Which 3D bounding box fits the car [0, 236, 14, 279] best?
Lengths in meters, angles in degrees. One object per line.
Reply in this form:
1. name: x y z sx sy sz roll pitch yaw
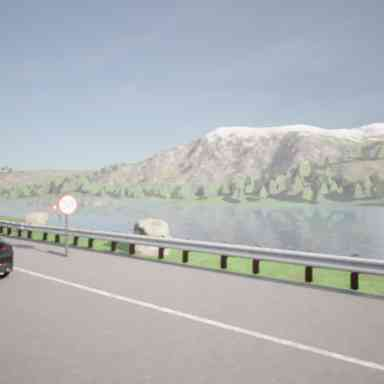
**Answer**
1. car: -6.705 1.577 9.137 4.892 1.490 1.837 0 0 38
